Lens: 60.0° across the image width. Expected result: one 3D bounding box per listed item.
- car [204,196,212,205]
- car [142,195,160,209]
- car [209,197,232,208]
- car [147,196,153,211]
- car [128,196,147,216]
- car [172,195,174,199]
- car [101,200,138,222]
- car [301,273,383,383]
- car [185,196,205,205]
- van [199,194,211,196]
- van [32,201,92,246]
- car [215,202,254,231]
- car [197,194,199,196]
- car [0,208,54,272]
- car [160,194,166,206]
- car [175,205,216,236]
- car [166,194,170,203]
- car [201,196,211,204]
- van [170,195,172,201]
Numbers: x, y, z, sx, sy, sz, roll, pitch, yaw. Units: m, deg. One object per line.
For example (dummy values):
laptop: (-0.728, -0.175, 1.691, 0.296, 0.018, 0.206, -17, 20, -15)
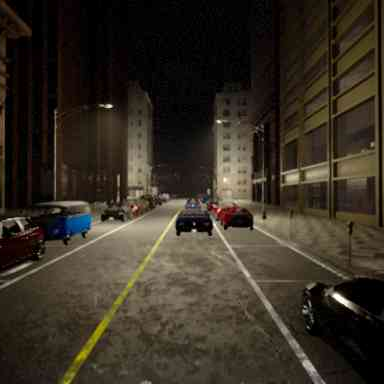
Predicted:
car: (2.693, 1.529, 37.521, 1.887, 1.381, 4.507, 1, 0, 0)
car: (-5.828, 1.296, 43.141, 2.192, 1.841, 5.009, 1, 0, 0)
car: (2.689, 1.431, 26.272, 1.967, 1.590, 4.097, 1, 0, 0)
car: (-5.833, 1.510, 37.347, 1.752, 1.417, 4.829, 1, 0, 0)
car: (-5.834, 1.428, 31.892, 1.967, 1.590, 4.097, 1, 0, 0)
car: (-5.816, 1.502, 76.887, 1.887, 1.381, 4.507, 1, 0, 0)
car: (-5.838, 1.556, 26.268, 1.947, 1.339, 4.313, 1, 0, 0)
car: (2.678, 1.565, 3.773, 1.947, 1.339, 4.313, 1, 0, 0)
car: (0.117, 1.531, 38.408, 2.033, 1.411, 5.357, 0, 0, 0)
van: (2.704, 1.310, 60.019, 1.690, 1.788, 3.998, 1, 0, 0)
van: (-5.840, 1.336, 15.019, 1.690, 1.788, 3.998, 1, 0, 0)
car: (2.686, 1.538, 20.647, 1.887, 1.381, 4.507, 1, 0, 0)
car: (2.709, 1.277, 71.269, 2.192, 1.841, 5.009, 1, 0, 0)
car: (-5.843, 1.438, 9.395, 1.967, 1.590, 4.097, 1, 0, 0)
car: (-5.824, 1.413, 54.390, 1.967, 1.590, 4.097, 1, 0, 0)
car: (0.109, 1.595, 18.414, 1.895, 1.301, 4.718, 0, 0, 0)
car: (-5.822, 1.547, 65.638, 1.802, 1.307, 4.206, 1, 0, 0)
car: (2.705, 1.491, 65.814, 1.752, 1.417, 4.829, 1, 0, 0)
van: (-5.816, 1.302, 71.262, 1.690, 1.788, 3.998, 1, 0, 0)
